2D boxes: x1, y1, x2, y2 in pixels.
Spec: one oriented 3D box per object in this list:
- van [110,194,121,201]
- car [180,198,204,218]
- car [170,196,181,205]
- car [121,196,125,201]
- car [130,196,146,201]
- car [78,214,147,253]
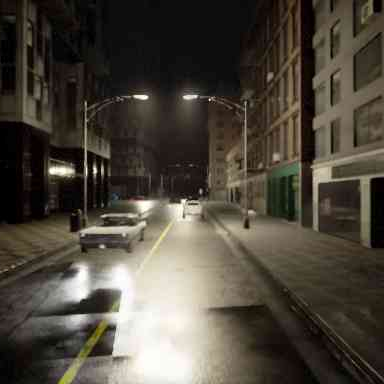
[{"bbox_3d":[-20.119,1.434,80.760,3.998,1.788,1.690,0,0,0],"label":"van"},{"bbox_3d":[0.100,1.530,29.857,1.812,1.442,4.674,0,0,0],"label":"car"},{"bbox_3d":[-3.000,1.538,59.924,1.837,1.490,4.892,0,0,0],"label":"car"},{"bbox_3d":[-20.118,1.734,89.284,4.313,1.339,1.947,0,0,0],"label":"car"},{"bbox_3d":[-14.470,1.710,89.279,4.206,1.307,1.802,0,0,0],"label":"car"},{"bbox_3d":[-3.100,1.601,13.773,1.895,1.301,4.718,0,0,0],"label":"car"}]
